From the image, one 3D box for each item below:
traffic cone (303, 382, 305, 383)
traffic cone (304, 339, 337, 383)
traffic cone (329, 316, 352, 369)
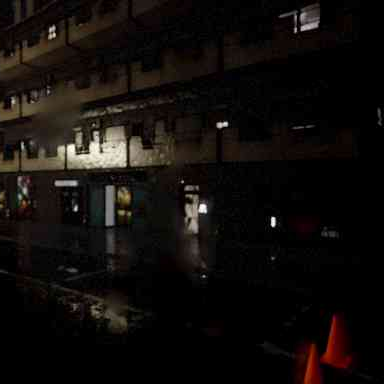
[{"bbox_3d":[0.750,1.954,2.822,0.340,0.580,0.340,0,0,36],"label":"traffic cone"},{"bbox_3d":[1.333,1.954,3.634,0.340,0.580,0.340,0,0,36],"label":"traffic cone"},{"bbox_3d":[1.917,1.954,4.446,0.340,0.580,0.340,0,0,36],"label":"traffic cone"}]
